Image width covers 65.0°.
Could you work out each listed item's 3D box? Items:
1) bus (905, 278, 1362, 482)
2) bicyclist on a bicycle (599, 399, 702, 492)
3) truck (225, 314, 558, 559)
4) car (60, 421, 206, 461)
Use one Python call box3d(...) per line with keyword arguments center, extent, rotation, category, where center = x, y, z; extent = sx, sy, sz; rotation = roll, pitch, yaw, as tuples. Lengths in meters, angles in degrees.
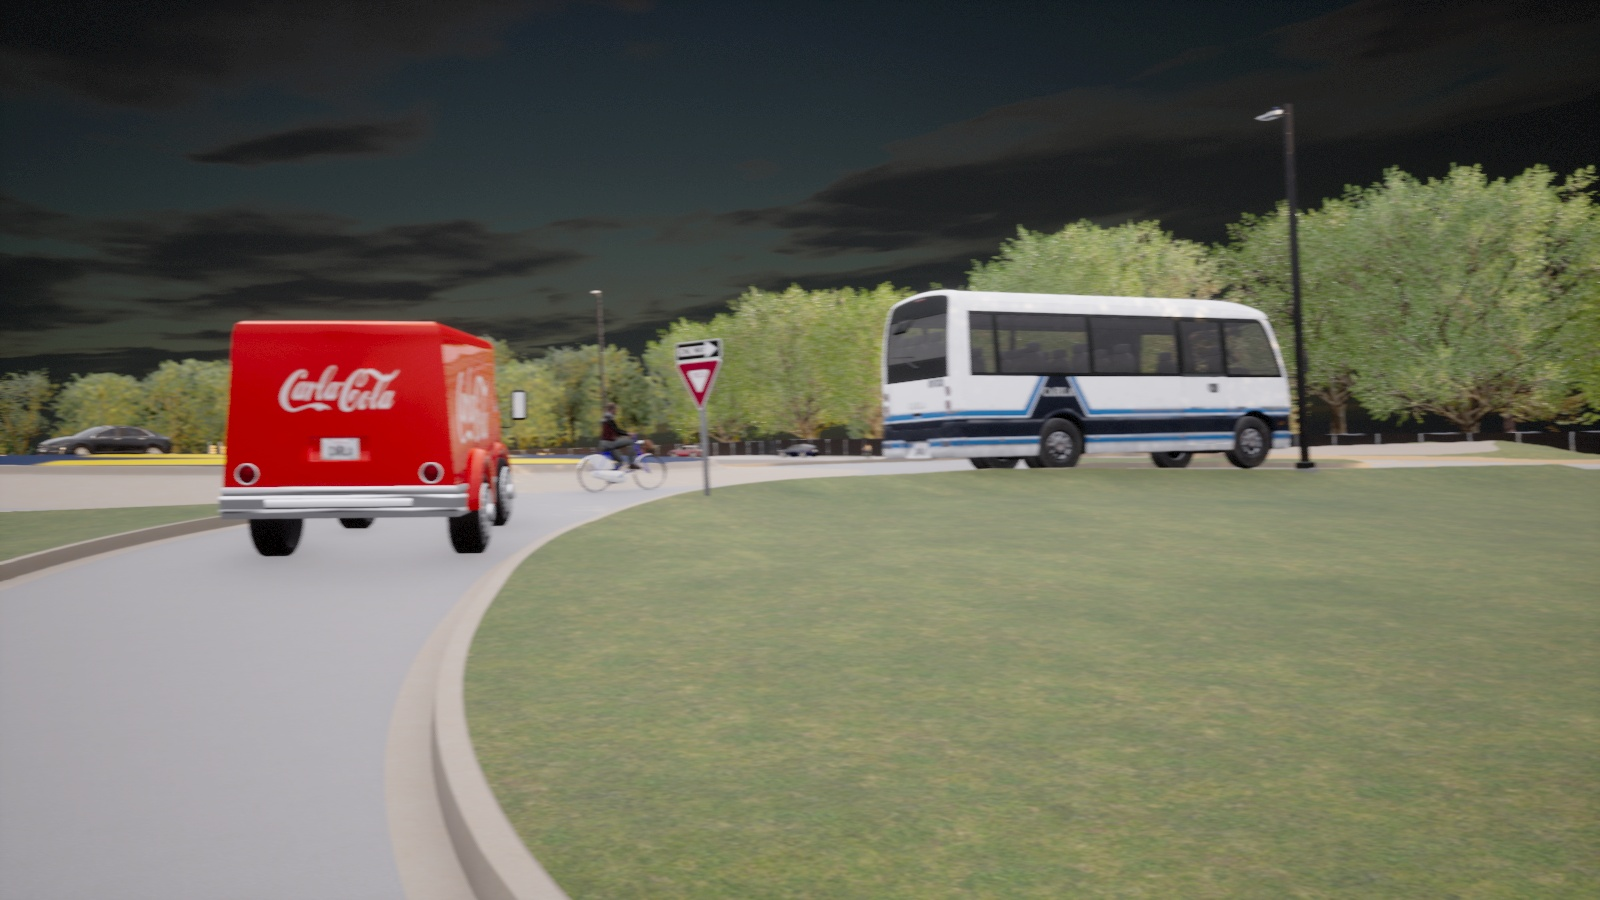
box3d(center=(8.029, -1.529, 30.051), extent=(10.273, 4.253, 3.944), rotation=(-1, 0, -24), category="bus")
box3d(center=(-2.949, -0.090, 24.852), extent=(1.843, 1.776, 0.659), rotation=(-2, -1, -28), category="bicyclist on a bicycle")
box3d(center=(-4.622, -0.178, 15.322), extent=(2.627, 2.467, 5.204), rotation=(0, 1, -4), category="truck")
box3d(center=(-26.938, -0.329, 50.872), extent=(1.837, 1.490, 4.892), rotation=(-2, -1, 35), category="car")
